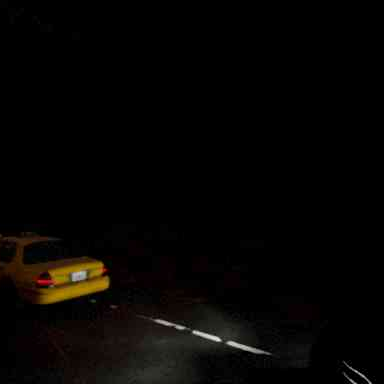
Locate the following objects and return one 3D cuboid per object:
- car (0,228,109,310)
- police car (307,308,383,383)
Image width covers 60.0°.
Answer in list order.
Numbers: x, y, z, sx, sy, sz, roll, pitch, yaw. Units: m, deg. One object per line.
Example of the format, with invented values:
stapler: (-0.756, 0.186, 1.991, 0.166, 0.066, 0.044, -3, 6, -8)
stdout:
car: (-4.376, 1.756, 8.549, 5.366, 1.575, 1.801, -1, -2, 38)
police car: (3.572, 1.584, 2.329, 5.238, 1.638, 1.930, -1, -3, 38)
